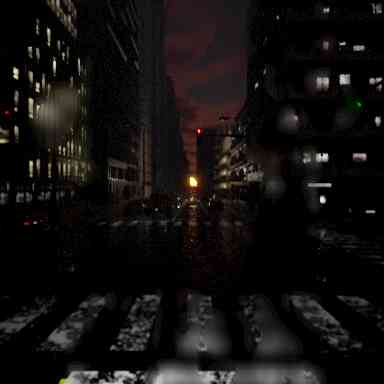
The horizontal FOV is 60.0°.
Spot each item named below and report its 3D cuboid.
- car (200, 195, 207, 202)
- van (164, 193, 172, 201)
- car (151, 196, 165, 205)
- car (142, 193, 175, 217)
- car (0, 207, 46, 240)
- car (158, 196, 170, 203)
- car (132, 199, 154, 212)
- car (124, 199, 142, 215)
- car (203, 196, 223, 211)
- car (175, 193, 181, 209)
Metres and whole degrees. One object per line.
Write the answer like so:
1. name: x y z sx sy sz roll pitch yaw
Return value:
1. car: 2.769 1.339 72.969 1.967 1.590 4.097 -1 0 0
2. van: -5.606 1.233 78.634 1.690 1.788 3.998 -1 0 0
3. car: -5.631 1.466 56.015 1.887 1.381 4.507 -1 0 0
4. car: -3.063 1.177 31.531 2.150 2.045 5.566 0 0 0
5. car: -10.061 1.457 16.361 5.357 1.411 2.033 2 1 8
6. car: -5.617 1.451 67.324 1.887 1.381 4.507 -1 0 0
7. car: -5.653 1.510 39.052 1.947 1.339 4.313 -1 0 0
8. car: -5.661 1.478 33.227 1.752 1.417 4.829 -1 0 0
9. car: 2.726 1.495 39.041 2.008 1.369 4.403 -1 0 0
10. car: -3.040 1.153 45.663 2.150 2.045 5.566 0 1 0
